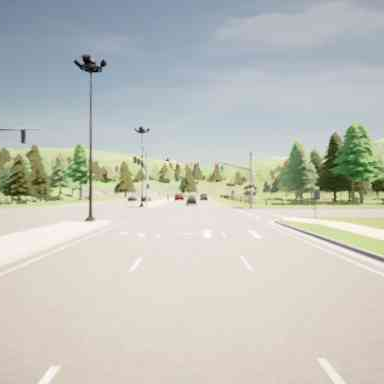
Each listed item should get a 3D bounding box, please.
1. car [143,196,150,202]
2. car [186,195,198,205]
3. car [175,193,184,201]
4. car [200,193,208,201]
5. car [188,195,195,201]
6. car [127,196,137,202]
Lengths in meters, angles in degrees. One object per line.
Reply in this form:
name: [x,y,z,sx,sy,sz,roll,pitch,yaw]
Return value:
car: [-11.605,1.726,83.745,2.033,1.411,5.357,0,0,0]
car: [-0.076,1.637,60.524,1.837,1.490,4.892,0,0,0]
car: [-3.579,1.421,91.156,2.150,2.045,5.566,0,0,1]
car: [3.421,1.735,91.131,2.033,1.411,5.357,0,0,1]
car: [-0.076,1.676,91.543,1.882,1.535,5.008,0,0,1]
car: [-15.106,1.740,83.816,1.994,1.385,4.181,0,0,0]
